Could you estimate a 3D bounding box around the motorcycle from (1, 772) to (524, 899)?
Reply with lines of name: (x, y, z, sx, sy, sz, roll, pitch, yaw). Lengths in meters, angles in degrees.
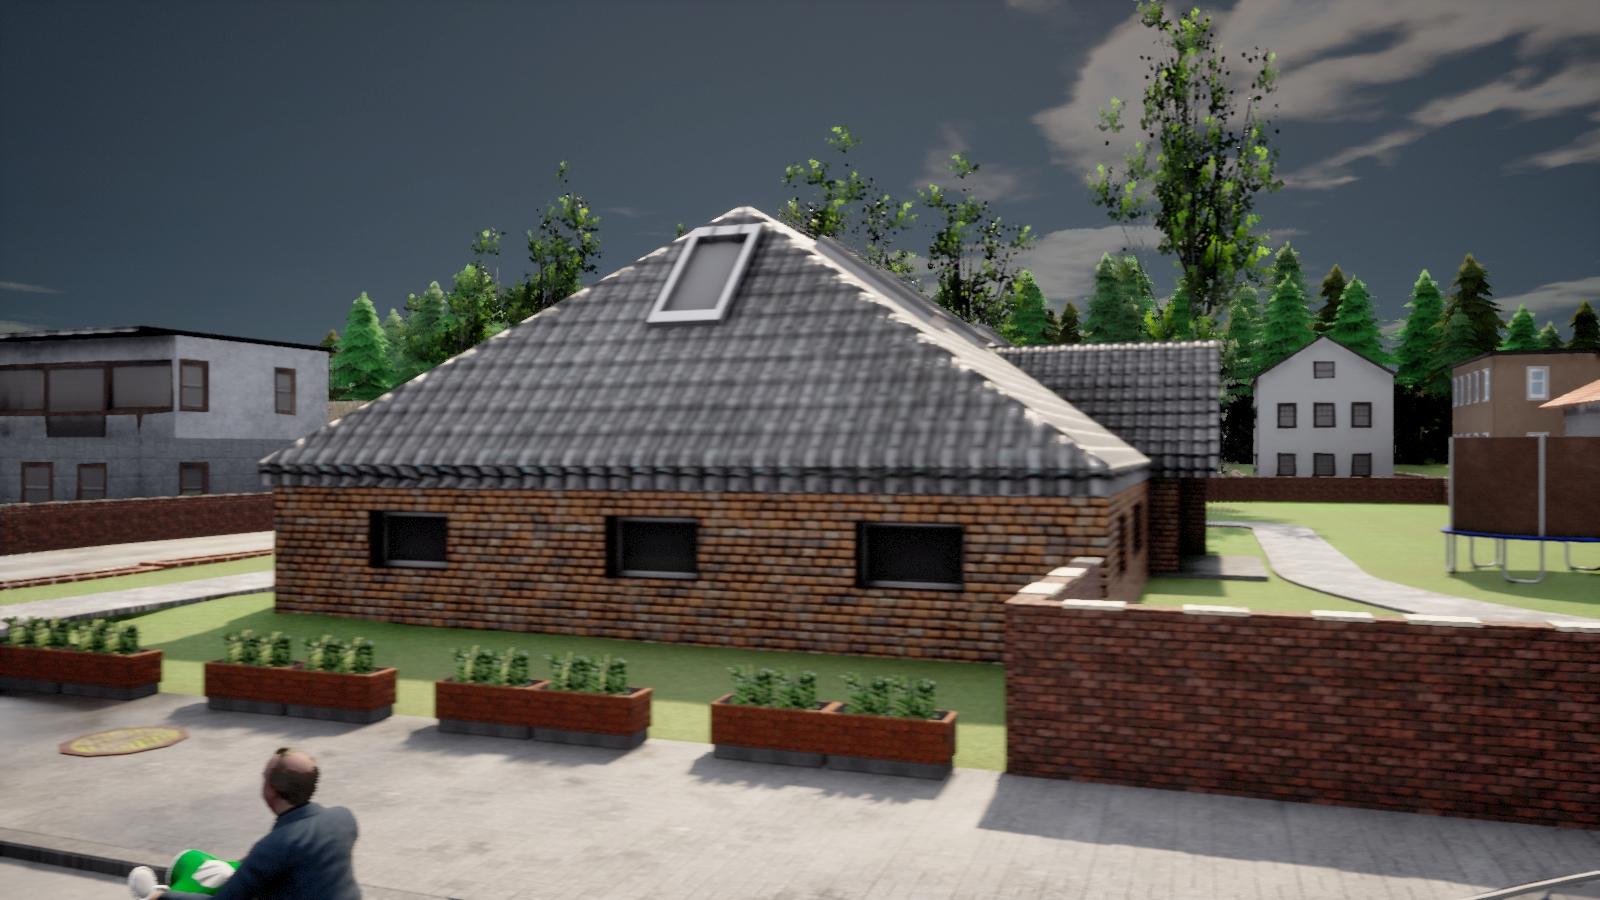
motorcycle: (-2.119, 2.142, 4.554, 1.805, 1.316, 0.856, 0, 0, 19)

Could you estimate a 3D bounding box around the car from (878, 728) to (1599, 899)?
car: (2.630, 1.968, 2.840, 4.611, 1.667, 2.242, 0, 0, 20)
